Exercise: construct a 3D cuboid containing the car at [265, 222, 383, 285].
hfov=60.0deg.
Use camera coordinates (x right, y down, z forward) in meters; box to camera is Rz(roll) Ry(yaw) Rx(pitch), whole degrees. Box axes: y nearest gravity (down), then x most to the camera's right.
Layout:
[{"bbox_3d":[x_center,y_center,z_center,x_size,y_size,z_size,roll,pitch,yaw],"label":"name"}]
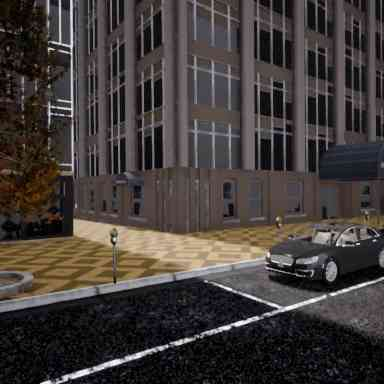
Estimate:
[{"bbox_3d":[3.936,1.549,9.372,4.403,1.369,2.008,0,-1,-35],"label":"car"}]
